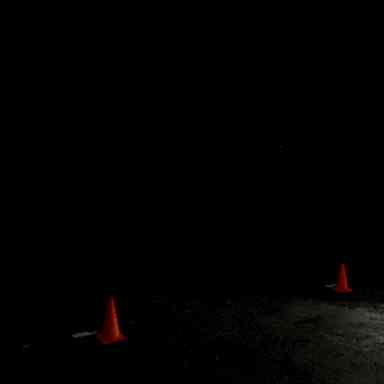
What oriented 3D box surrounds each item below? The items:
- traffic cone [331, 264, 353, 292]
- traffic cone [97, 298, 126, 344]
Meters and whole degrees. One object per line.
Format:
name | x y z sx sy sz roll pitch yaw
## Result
traffic cone | 3.399 1.916 7.526 0.340 0.580 0.340 1 1 -27
traffic cone | -1.188 1.856 4.908 0.340 0.580 0.340 1 1 -33
